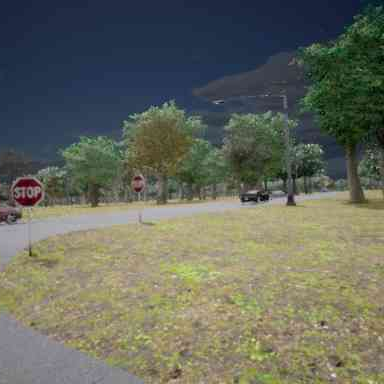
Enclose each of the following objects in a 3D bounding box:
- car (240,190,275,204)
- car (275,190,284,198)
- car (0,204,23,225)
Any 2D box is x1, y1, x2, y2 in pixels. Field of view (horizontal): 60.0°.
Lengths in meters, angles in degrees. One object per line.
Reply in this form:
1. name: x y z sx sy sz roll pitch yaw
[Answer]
1. car: 7.149 0.506 37.190 1.882 1.535 5.008 -4 -1 35
2. car: 15.820 0.434 62.131 1.812 1.442 4.674 -4 -1 35
3. car: -12.870 1.422 20.409 1.812 1.442 4.674 -4 -1 35
